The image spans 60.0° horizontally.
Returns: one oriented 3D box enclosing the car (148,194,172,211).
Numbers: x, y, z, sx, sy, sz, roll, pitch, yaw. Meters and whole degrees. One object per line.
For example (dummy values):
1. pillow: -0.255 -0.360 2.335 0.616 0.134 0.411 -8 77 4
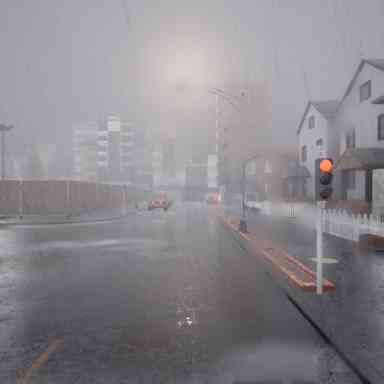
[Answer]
1. car: -4.082 1.221 41.246 2.150 2.045 5.566 0 0 0
